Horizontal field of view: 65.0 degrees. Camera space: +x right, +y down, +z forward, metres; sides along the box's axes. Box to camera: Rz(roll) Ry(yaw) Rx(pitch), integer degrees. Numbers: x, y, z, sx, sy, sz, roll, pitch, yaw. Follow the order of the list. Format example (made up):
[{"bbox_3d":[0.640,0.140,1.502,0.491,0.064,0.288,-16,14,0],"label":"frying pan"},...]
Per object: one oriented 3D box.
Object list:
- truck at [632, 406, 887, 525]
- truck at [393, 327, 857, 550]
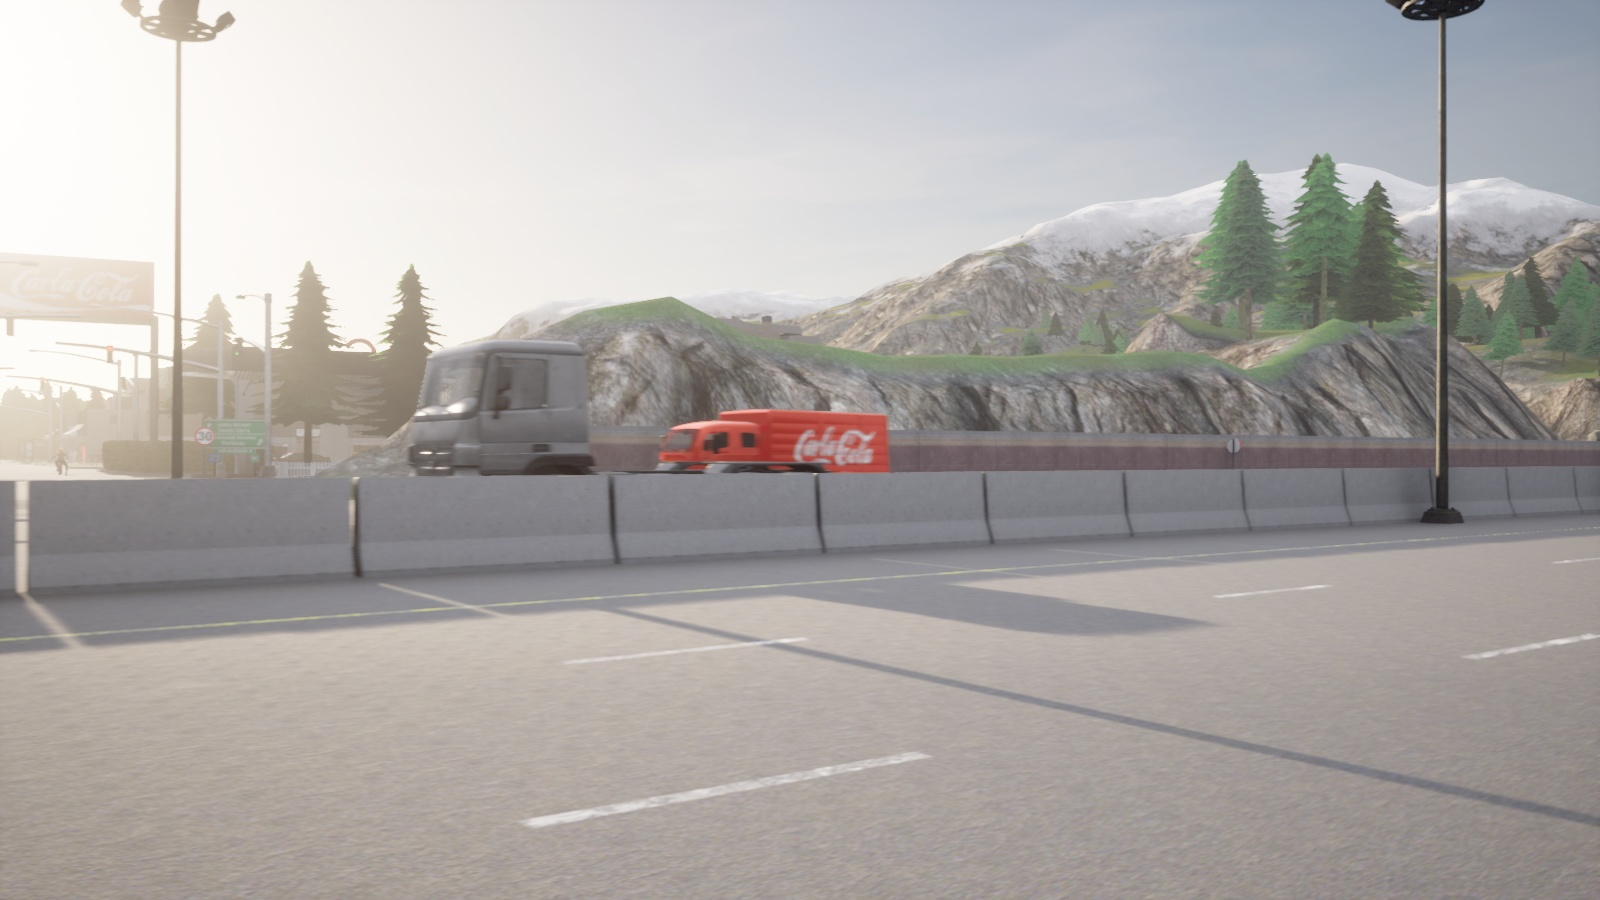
[{"bbox_3d":[-0.884,0.334,28.630,5.204,2.467,2.627,0,0,-35],"label":"truck"},{"bbox_3d":[-2.990,-0.175,22.903,7.936,3.462,2.891,0,0,-35],"label":"truck"}]
